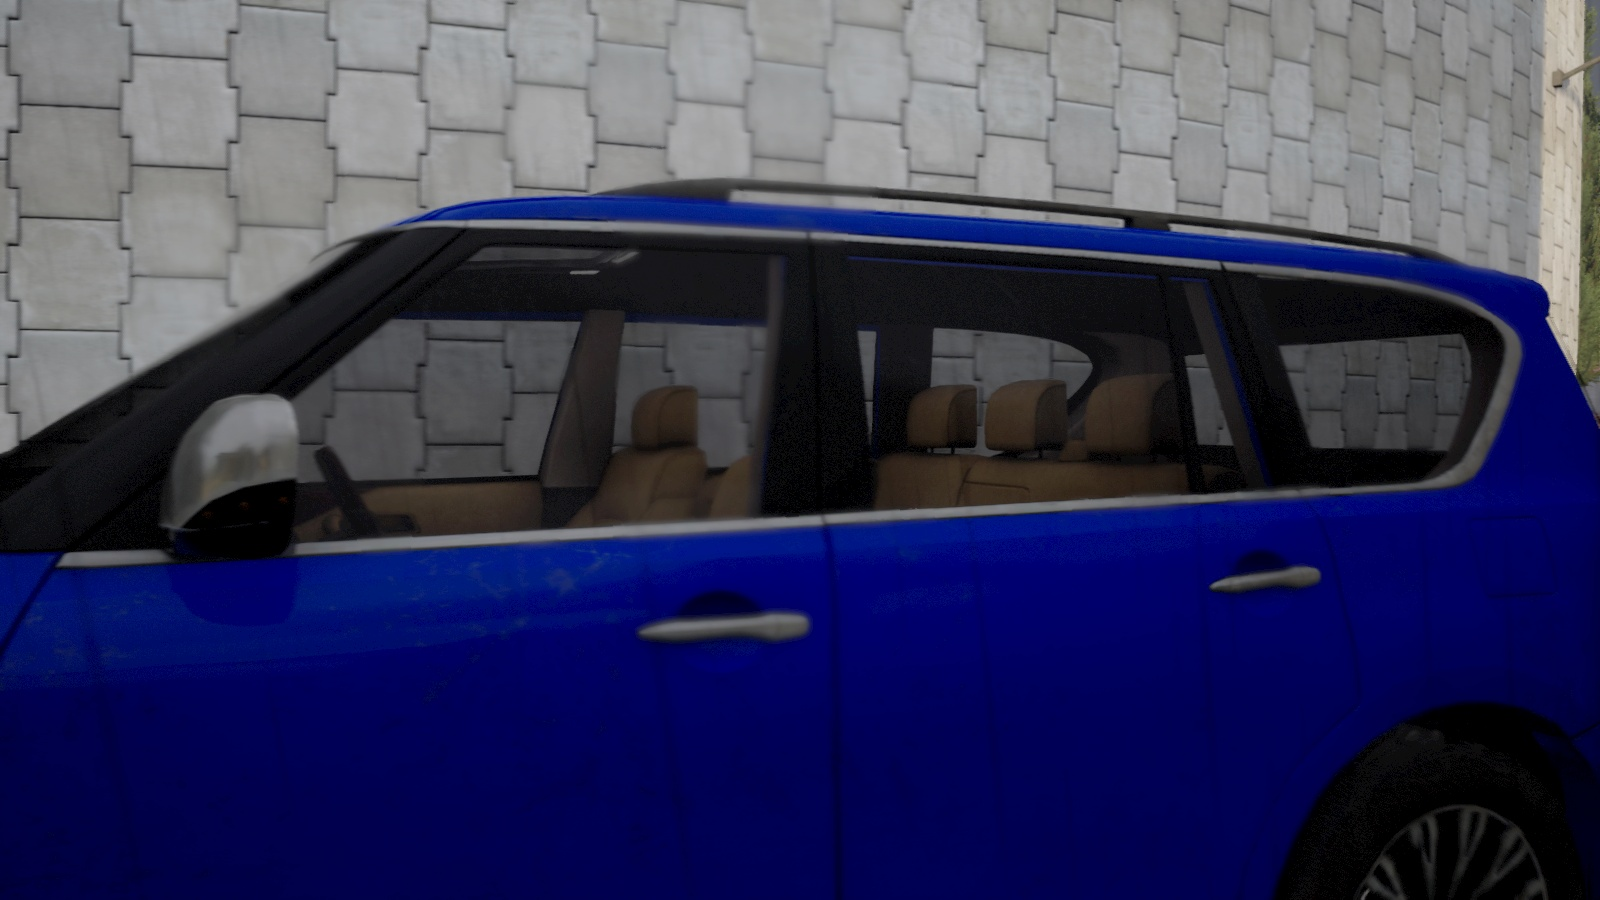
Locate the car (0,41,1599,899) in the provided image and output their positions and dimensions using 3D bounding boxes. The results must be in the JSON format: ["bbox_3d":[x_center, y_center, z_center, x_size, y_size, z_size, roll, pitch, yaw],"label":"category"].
[{"bbox_3d":[-0.406,0.476,3.026,5.566,2.045,2.150,-1,1,-23],"label":"car"}]
